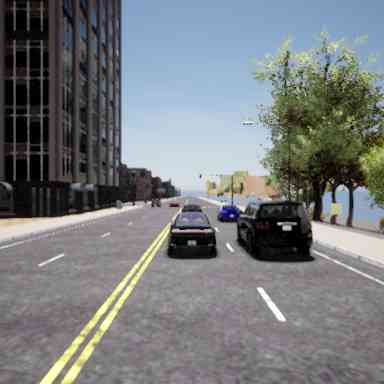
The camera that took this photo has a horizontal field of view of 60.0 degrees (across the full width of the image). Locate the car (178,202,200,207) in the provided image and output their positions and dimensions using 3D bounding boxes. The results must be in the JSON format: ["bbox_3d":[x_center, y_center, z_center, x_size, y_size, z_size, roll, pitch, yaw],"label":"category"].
[{"bbox_3d":[0.009,1.758,29.482,1.882,1.535,5.008,0,0,0],"label":"car"}]

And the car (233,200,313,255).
[{"bbox_3d":[3.251,1.350,14.028,2.150,2.045,5.566,0,0,0],"label":"car"}]

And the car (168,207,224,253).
[{"bbox_3d":[0.006,1.629,14.302,2.128,1.511,4.902,0,0,0],"label":"car"}]

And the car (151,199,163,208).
[{"bbox_3d":[-6.504,2.098,61.405,1.837,1.490,4.892,0,-1,0],"label":"car"}]

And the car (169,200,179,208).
[{"bbox_3d":[-3.251,2.186,61.601,1.895,1.301,4.718,0,-1,0],"label":"car"}]

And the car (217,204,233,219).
[{"bbox_3d":[3.257,1.805,29.393,1.812,1.442,4.674,0,0,0],"label":"car"}]
